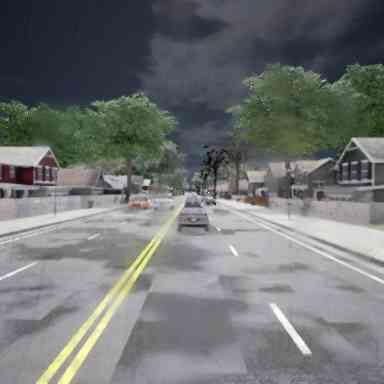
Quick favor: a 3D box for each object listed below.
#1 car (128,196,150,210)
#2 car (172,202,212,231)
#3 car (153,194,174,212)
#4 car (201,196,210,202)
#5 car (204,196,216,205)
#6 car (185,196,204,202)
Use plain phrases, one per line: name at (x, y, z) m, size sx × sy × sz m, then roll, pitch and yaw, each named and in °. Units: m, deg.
car at (-6.586, 1.325, 41.624) m, size 2.097 × 1.767 × 4.553 m, roll 0°, pitch 0°, yaw 0°
car at (0.090, 1.556, 20.604) m, size 2.033 × 1.411 × 5.357 m, roll 0°, pitch 0°, yaw 0°
car at (-3.338, 1.221, 40.047) m, size 2.150 × 2.045 × 5.566 m, roll 0°, pitch 0°, yaw 0°
car at (3.211, 1.683, 82.180) m, size 2.033 × 1.411 × 5.357 m, roll 0°, pitch 0°, yaw 0°
car at (3.323, 1.687, 60.722) m, size 1.895 × 1.301 × 4.718 m, roll 0°, pitch 0°, yaw 0°
car at (0.081, 1.380, 43.834) m, size 2.097 × 1.767 × 4.553 m, roll 0°, pitch 0°, yaw 0°
